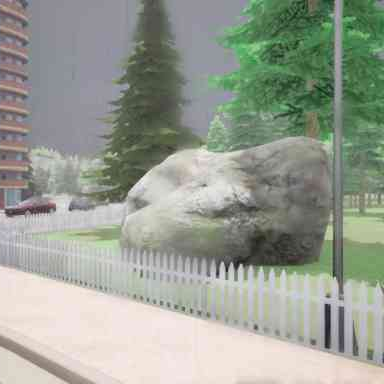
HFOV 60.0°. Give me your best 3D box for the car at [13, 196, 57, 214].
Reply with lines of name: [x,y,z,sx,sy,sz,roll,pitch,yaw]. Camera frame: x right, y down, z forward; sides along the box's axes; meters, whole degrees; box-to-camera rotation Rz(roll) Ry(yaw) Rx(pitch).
car: [-16.783,1.296,35.880,2.097,1.767,4.553,0,0,8]

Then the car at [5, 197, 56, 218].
car: [-14.519,1.422,30.237,1.882,1.535,5.008,0,0,15]

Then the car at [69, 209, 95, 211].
car: [-12.873,1.508,39.077,1.994,1.385,4.181,0,0,4]
